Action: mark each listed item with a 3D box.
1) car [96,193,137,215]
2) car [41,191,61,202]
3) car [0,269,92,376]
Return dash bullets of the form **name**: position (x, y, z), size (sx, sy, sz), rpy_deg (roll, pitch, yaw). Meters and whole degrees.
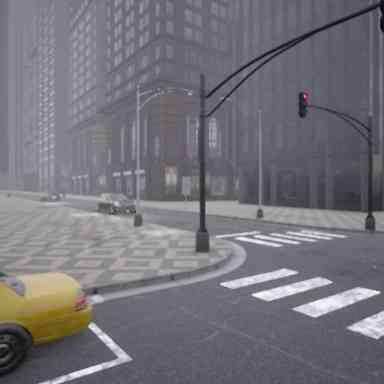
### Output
- **car**: position (-6.220, 0.859, 27.444), size (2.097, 1.767, 4.553), rpy_deg (0, 1, -36)
- **car**: position (-19.809, 0.589, 46.492), size (2.128, 1.511, 4.902), rpy_deg (0, 1, -35)
- **car**: position (-3.739, 1.527, 3.983), size (4.829, 1.417, 1.752), rpy_deg (0, 0, -35)
